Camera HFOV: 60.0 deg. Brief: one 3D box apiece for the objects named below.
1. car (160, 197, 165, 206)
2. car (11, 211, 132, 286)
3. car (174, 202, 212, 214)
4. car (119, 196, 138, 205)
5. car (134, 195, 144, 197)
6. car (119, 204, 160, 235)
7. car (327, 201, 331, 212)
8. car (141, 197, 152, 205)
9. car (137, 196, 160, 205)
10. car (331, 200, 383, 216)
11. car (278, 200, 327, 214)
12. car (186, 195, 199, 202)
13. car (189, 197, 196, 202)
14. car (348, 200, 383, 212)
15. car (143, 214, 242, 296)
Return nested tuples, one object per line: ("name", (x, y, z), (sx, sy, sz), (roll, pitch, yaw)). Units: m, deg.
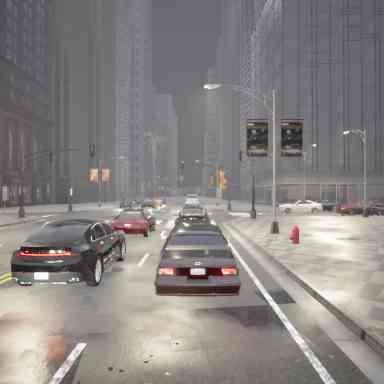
("car", (-6.531, 1.648, 60.157), (2.097, 1.767, 4.553), (0, 0, 0))
("car", (-3.144, 1.516, 9.381), (1.837, 1.490, 4.892), (0, 0, 0))
("car", (0.059, 1.543, 18.534), (1.837, 1.490, 4.892), (0, 0, 1))
("car", (-9.842, 1.735, 50.763), (1.837, 1.490, 4.892), (0, 0, -2))
("car", (-9.778, 1.522, 60.783), (2.150, 2.045, 5.566), (0, 0, 0))
("car", (-3.138, 1.601, 18.282), (1.994, 1.385, 4.181), (0, 0, 0))
("car", (15.210, 1.663, 38.779), (4.313, 1.339, 1.947), (0, 0, -1))
("car", (-9.704, 1.906, 71.129), (1.812, 1.442, 4.674), (0, 0, 0))
("car", (-6.562, 1.778, 50.875), (2.033, 1.411, 5.357), (0, 0, 0))
("car", (15.335, 1.577, 30.256), (4.206, 1.307, 1.802), (0, 0, -1))
("car", (11.658, 1.602, 35.968), (4.674, 1.442, 1.812), (0, -1, -1))
("car", (0.098, 1.499, 57.379), (2.150, 2.045, 5.566), (0, 0, 1))
("car", (0.059, 2.028, 91.248), (1.882, 1.535, 5.008), (0, 0, 0))
("car", (20.850, 1.644, 38.863), (4.313, 1.339, 1.947), (0, 0, -1))
("car", (0.112, 1.557, 8.796), (2.033, 1.411, 5.357), (0, 0, 0))
